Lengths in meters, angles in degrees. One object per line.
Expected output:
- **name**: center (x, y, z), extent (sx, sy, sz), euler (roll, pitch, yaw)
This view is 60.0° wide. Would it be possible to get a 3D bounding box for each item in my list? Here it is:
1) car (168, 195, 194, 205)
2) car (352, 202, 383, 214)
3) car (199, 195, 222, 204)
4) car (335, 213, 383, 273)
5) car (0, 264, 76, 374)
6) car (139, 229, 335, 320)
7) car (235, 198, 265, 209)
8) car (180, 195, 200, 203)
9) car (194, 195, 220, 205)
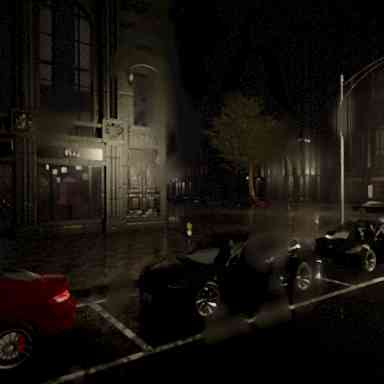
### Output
- **car**: center (-2.104, 1.752, 62.223), extent (2.033, 1.411, 5.357), euler (0, 0, -36)
- **car**: center (18.657, 1.636, 33.091), extent (1.895, 1.301, 4.718), euler (0, 0, -36)
- **car**: center (3.536, 1.453, 65.591), extent (2.097, 1.767, 4.553), euler (0, 0, -35)
- **car**: center (5.549, 1.561, 10.606), extent (4.313, 1.339, 1.947), euler (0, 0, -36)
- **car**: center (-3.627, 1.582, 4.058), extent (4.206, 1.307, 1.802), euler (0, 0, -36)
- **car**: center (0.961, 1.563, 7.332), extent (4.313, 1.339, 1.947), euler (0, 0, -36)
- **car**: center (8.269, 1.563, 47.588), extent (1.882, 1.535, 5.008), euler (0, 0, -36)
- **car**: center (-0.463, 1.450, 71.089), extent (1.882, 1.535, 5.008), euler (0, 0, -36)
- **car**: center (3.056, 1.599, 60.690), extent (2.128, 1.511, 4.902), euler (0, 0, -35)
